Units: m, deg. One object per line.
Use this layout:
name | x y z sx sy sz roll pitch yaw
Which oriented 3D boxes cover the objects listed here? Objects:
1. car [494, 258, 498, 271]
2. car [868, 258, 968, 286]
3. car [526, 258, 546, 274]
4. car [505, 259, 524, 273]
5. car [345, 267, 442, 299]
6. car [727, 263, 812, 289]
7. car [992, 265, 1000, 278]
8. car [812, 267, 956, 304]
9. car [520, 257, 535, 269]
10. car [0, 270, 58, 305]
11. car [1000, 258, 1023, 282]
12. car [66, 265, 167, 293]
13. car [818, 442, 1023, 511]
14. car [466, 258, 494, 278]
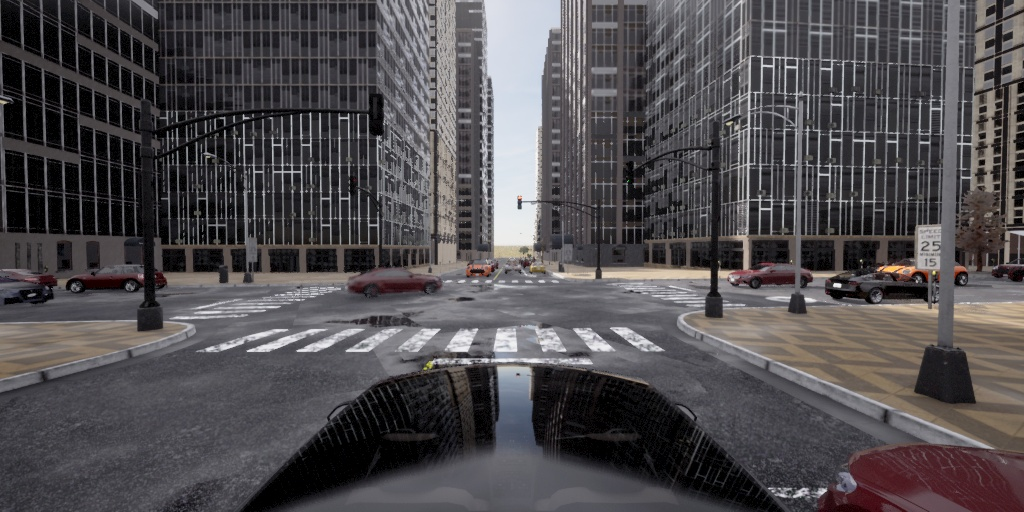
car | -3.116 1.203 44.214 1.882 1.535 5.008 0 0 0
car | 25.339 0.904 22.347 4.553 1.767 2.097 0 1 -5
car | 2.805 1.254 39.933 1.751 1.417 4.829 0 0 0
car | 0.094 1.327 42.845 1.895 1.301 4.718 0 0 0
car | -5.951 1.282 18.356 4.674 1.442 1.812 -1 2 -28
car | 15.392 1.135 21.437 4.674 1.442 1.812 0 1 -5
car | 37.693 0.864 26.110 4.097 1.591 1.967 0 0 -5
car | 16.124 1.293 15.693 4.313 1.339 1.948 0 0 -5
car | 2.709 1.028 55.015 2.192 1.841 5.009 0 0 0
car | -21.982 1.459 14.749 4.181 1.385 1.994 0 1 -5
car | 35.348 0.845 23.267 4.553 1.767 2.097 0 1 -5
car | -22.579 1.216 20.528 4.097 1.591 1.967 0 0 -5
car | 2.692 1.333 0.395 1.802 1.307 4.207 0 0 0
car | -3.112 1.085 34.279 2.097 1.767 4.553 0 0 0
